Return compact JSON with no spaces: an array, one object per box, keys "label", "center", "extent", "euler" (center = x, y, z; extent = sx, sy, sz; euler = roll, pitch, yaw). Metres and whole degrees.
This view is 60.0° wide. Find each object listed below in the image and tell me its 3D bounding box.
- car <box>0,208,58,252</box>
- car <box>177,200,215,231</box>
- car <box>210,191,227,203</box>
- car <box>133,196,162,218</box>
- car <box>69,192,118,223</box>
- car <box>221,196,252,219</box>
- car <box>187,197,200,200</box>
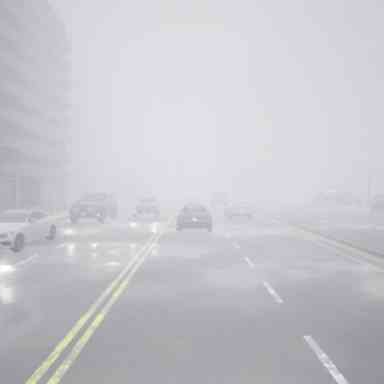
[{"label":"car","center":[-7.059,1.427,13.524],"extent":[1.812,1.442,4.674],"euler":[0,0,0]},{"label":"car","center":[0.143,1.424,19.582],"extent":[1.994,1.385,4.181],"euler":[0,0,0]},{"label":"car","center":[3.689,0.895,46.253],"extent":[2.150,2.045,5.566],"euler":[0,0,0]},{"label":"car","center":[-3.442,1.118,26.343],"extent":[1.837,1.490,4.892],"euler":[0,0,0]},{"label":"car","center":[-6.972,1.047,24.174],"extent":[2.150,2.045,5.566],"euler":[0,0,1]},{"label":"car","center":[3.659,1.334,27.032],"extent":[1.812,1.442,4.674],"euler":[0,0,0]},{"label":"car","center":[0.161,1.300,42.399],"extent":[1.895,1.301,4.718],"euler":[0,0,1]}]
